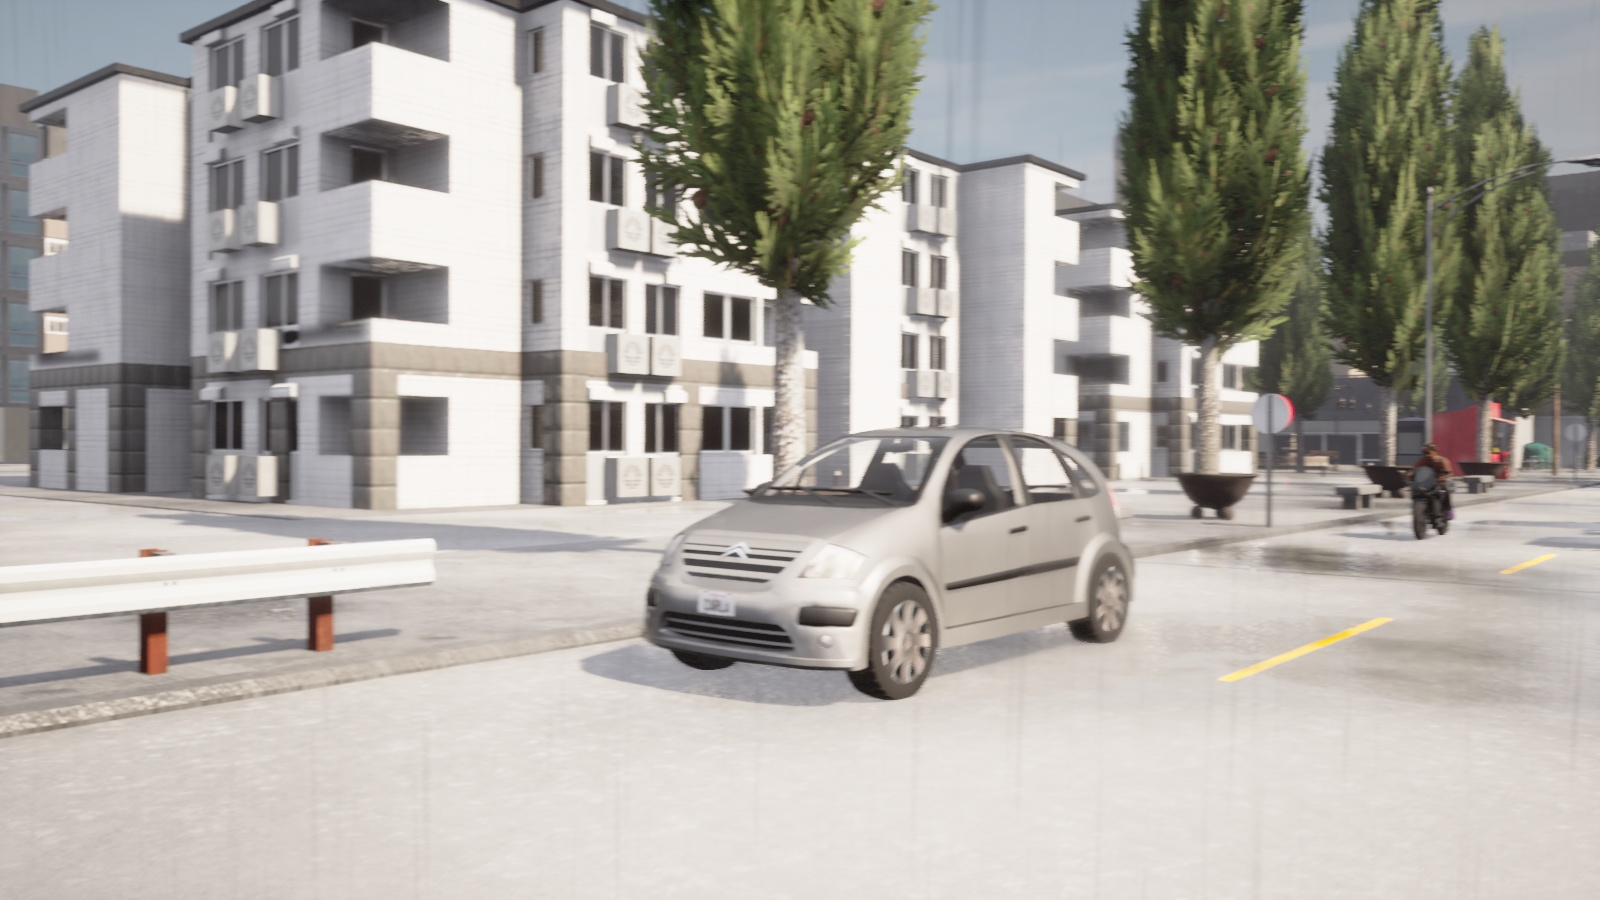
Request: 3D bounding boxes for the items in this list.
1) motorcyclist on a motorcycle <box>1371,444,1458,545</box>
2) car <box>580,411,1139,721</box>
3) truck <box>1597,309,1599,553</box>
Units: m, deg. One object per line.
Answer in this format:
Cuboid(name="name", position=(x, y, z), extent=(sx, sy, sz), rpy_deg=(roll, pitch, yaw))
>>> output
Cuboid(name="motorcyclist on a motorcycle", position=(9.835, 0.671, 20.049), extent=(0.797, 1.523, 2.044), rpy_deg=(1, 0, 39))
Cuboid(name="car", position=(0.627, 0.594, 8.665), extent=(1.851, 1.617, 3.988), rpy_deg=(1, 0, 39))
Cuboid(name="truck", position=(14.970, -0.257, 20.019), extent=(2.891, 3.462, 7.936), rpy_deg=(1, 0, 39))
